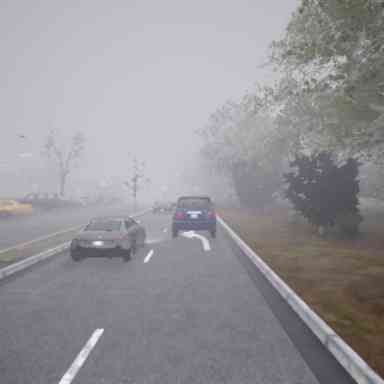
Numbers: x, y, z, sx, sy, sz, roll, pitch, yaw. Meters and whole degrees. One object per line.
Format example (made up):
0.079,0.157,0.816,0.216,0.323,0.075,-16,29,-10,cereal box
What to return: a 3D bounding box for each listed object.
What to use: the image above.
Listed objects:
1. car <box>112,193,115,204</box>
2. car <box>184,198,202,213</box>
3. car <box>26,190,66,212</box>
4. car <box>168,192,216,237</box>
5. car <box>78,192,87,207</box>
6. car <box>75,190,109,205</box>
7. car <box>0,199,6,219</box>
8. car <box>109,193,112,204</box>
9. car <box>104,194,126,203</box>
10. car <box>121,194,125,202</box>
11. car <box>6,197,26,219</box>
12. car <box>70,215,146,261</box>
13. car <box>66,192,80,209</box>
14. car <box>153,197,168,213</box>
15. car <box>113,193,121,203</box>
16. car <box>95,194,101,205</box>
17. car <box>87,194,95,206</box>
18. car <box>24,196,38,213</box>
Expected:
-16.766,1.462,59.613,4.674,1.452,2.002,-1,0,-20,car
0.105,1.396,36.305,1.837,1.490,4.892,0,0,0,car
-16.830,1.133,35.585,5.566,2.045,2.435,-1,0,-20,car
0.102,1.174,17.894,2.150,2.045,5.566,0,0,0,car
-16.829,1.261,44.598,4.553,1.767,2.185,-1,0,-20,car
-16.816,1.154,53.596,5.566,2.045,2.435,-1,0,-20,car
-16.791,1.167,23.615,5.566,2.045,2.435,-1,0,-20,car
-16.956,1.413,56.546,5.366,1.575,1.946,-1,0,-20,car
-16.623,1.332,71.660,4.553,1.767,2.185,-1,0,-19,car
-16.714,1.188,65.646,5.566,2.045,2.435,-1,0,-20,car
-16.635,1.400,26.668,5.366,1.575,1.946,-1,0,-20,car
-2.899,1.545,12.265,1.994,1.385,4.181,0,0,0,car
-16.768,1.256,41.612,4.553,1.767,2.185,-1,0,-20,car
-2.902,1.494,34.636,1.895,1.301,4.718,0,0,0,car
-16.786,1.180,62.610,5.566,2.045,2.435,-1,0,-20,car
-16.816,1.427,50.592,4.792,1.488,2.163,-1,0,-20,car
-16.800,1.392,47.608,4.892,1.521,2.231,-1,0,-20,car
-16.980,1.396,29.535,5.366,1.575,1.946,-1,0,-20,car
